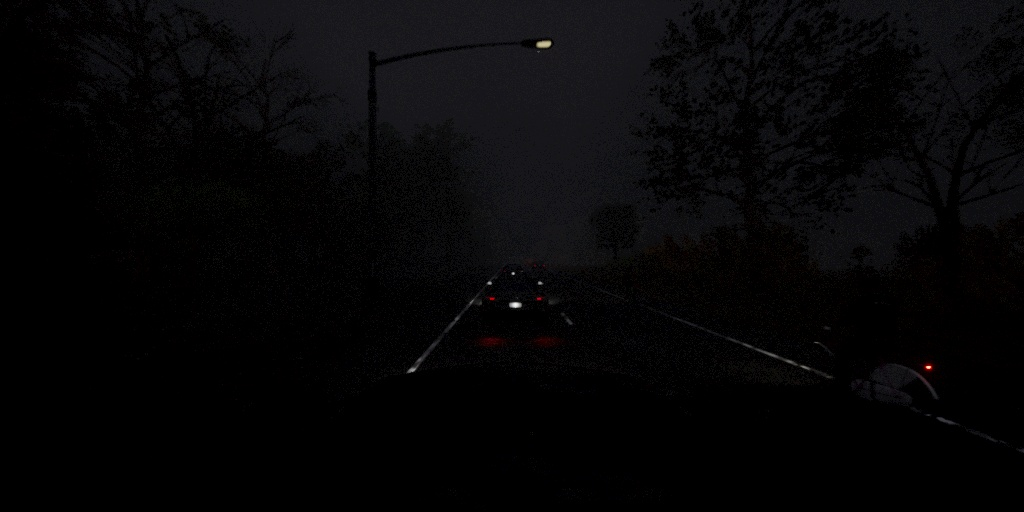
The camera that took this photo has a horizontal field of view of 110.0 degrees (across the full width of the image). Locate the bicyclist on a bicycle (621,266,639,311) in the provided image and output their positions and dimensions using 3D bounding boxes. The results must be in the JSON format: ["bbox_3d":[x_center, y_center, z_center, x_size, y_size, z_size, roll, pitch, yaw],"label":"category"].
[{"bbox_3d":[4.463,1.205,13.507,0.582,1.620,1.656,0,0,0],"label":"bicyclist on a bicycle"}]

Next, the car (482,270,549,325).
[{"bbox_3d":[0.096,1.316,11.841,1.994,1.385,4.181,0,0,0],"label":"car"}]

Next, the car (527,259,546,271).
[{"bbox_3d":[3.591,1.309,49.344,2.033,1.411,5.357,0,0,0],"label":"car"}]

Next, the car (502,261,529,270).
[{"bbox_3d":[0.095,1.320,29.422,1.994,1.385,4.181,0,0,0],"label":"car"}]

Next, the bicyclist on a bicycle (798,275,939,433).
[{"bbox_3d":[4.465,1.121,4.695,0.659,1.776,1.843,0,0,0],"label":"bicyclist on a bicycle"}]
